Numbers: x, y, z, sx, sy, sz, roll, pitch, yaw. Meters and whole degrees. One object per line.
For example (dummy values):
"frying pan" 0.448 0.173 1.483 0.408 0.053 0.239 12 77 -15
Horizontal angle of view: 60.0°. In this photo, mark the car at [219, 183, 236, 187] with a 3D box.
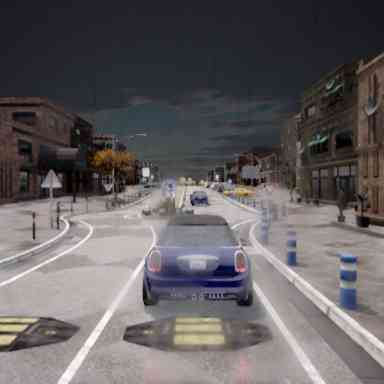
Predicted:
"car" 7.980 -0.345 62.911 4.553 1.767 2.185 0 2 -1

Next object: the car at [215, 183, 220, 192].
"car" 8.003 -0.589 65.659 5.566 2.045 2.435 0 2 -1

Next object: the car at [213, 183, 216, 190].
"car" 7.867 -0.670 73.930 4.892 1.521 2.231 0 2 -1

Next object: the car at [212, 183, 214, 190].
"car" 7.830 -0.774 76.684 4.892 1.521 2.231 0 2 -1

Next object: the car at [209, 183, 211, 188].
"car" 7.675 -1.114 87.701 4.674 1.452 2.002 0 2 -1

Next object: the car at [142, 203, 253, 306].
"car" 0.123 1.310 8.121 2.097 1.767 4.553 0 0 1

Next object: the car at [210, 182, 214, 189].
"car" 7.753 -0.972 82.191 5.008 1.535 2.097 0 2 -1

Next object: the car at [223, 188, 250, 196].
"car" 8.053 -0.058 60.166 4.674 1.452 2.002 0 2 -1

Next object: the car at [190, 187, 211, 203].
"car" 0.880 0.631 41.384 2.097 1.767 4.553 0 2 -2

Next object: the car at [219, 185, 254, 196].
"car" 7.901 0.025 57.407 5.366 1.575 1.946 0 3 -1

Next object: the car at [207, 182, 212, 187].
"car" 7.606 -1.492 90.449 5.566 2.045 2.435 0 2 -1
